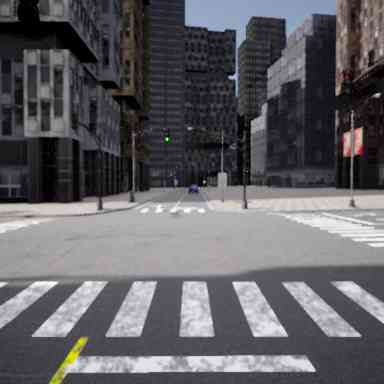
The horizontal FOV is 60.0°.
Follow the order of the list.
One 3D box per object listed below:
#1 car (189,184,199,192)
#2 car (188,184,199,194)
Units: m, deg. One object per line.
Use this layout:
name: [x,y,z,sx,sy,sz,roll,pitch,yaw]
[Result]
car: [0.385,-0.913,73.317,2.097,1.767,4.553,0,2,1]
car: [0.291,-0.375,62.905,1.882,1.535,5.008,0,2,1]
